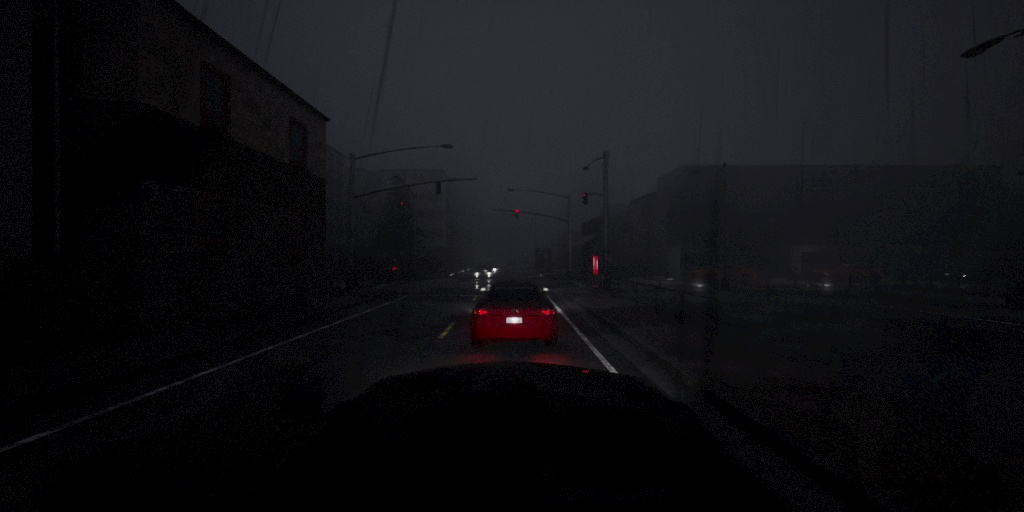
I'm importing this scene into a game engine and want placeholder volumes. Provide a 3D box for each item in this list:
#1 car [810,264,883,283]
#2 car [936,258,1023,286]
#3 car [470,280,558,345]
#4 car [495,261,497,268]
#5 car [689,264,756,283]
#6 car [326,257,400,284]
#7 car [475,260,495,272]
[{"bbox_3d":[27.527,1.404,29.602,5.008,1.535,1.882,0,0,0],"label":"car"},{"bbox_3d":[38.693,1.149,29.603,5.566,2.045,2.150,0,0,0],"label":"car"},{"bbox_3d":[0.064,1.314,9.508,1.994,1.385,4.181,0,0,0],"label":"car"},{"bbox_3d":[-3.564,1.350,60.528,1.895,1.301,4.718,0,0,0],"label":"car"},{"bbox_3d":[17.302,1.404,29.582,5.008,1.535,1.882,0,0,0],"label":"car"},{"bbox_3d":[-12.009,1.151,29.234,5.566,2.045,2.150,0,1,-5],"label":"car"},{"bbox_3d":[-3.588,1.276,46.376,1.812,1.442,4.674,0,0,0],"label":"car"}]
